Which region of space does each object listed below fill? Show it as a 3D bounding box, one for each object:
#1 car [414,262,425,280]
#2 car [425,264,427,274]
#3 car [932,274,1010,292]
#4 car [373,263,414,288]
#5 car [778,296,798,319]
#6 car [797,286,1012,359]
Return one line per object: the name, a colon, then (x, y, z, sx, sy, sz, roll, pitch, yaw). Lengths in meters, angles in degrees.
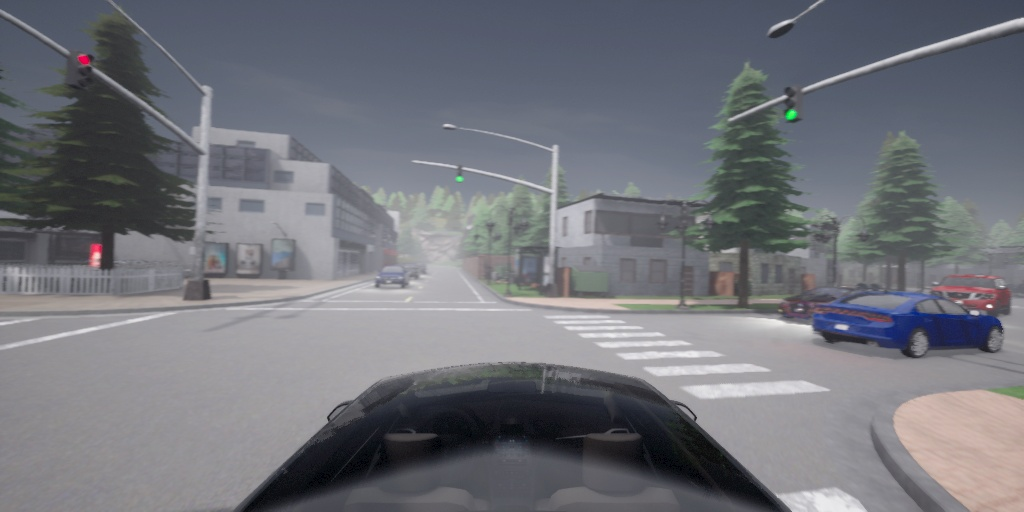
car: (-9.871, 1.420, 34.511, 2.128, 1.511, 4.902, 2, -1, -10)
car: (-11.854, 1.525, 45.727, 2.128, 1.511, 4.902, 2, -1, -10)
car: (24.303, 2.014, 18.988, 5.566, 2.045, 2.150, 2, -1, -30)
car: (-8.145, 1.363, 24.813, 1.812, 1.442, 4.674, 2, -1, -10)
car: (12.693, 1.902, 14.065, 4.181, 1.385, 1.994, 2, -1, -18)
car: (10.542, 1.704, 9.586, 5.008, 1.535, 1.882, 2, -1, -16)
